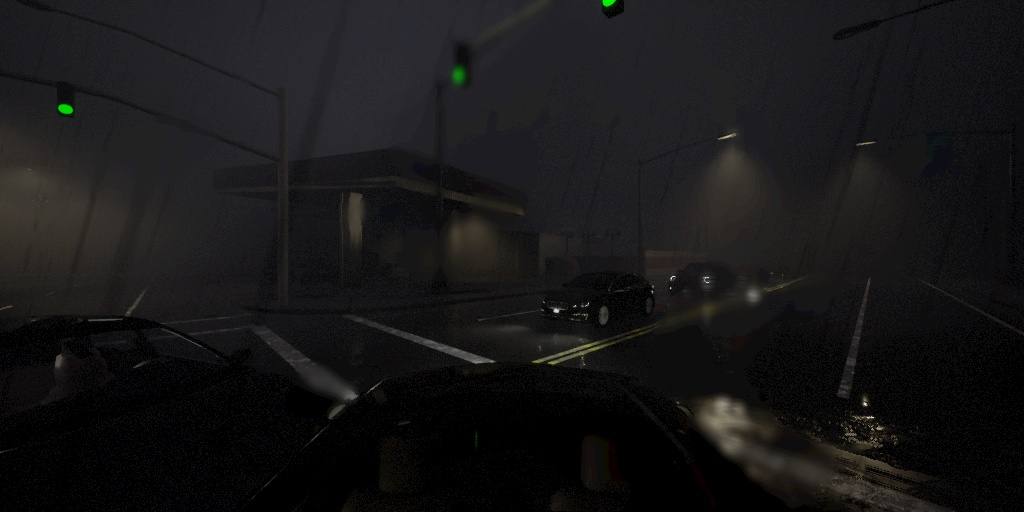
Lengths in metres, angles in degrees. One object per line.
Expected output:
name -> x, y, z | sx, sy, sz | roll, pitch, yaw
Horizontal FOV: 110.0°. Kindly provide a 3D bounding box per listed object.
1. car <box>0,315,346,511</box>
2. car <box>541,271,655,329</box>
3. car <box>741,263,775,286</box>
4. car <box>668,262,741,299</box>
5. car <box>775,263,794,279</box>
car -> -3.410, 1.242, 2.566 | 4.902, 1.511, 2.128 | 0, 0, 15
car -> 2.930, 1.255, 11.557 | 1.837, 1.490, 4.892 | 0, 0, 45
car -> 16.753, 1.314, 25.256 | 1.994, 1.385, 4.181 | 0, 0, 44
car -> 9.797, 1.102, 18.374 | 4.553, 1.767, 2.097 | 0, 0, -45
car -> 23.916, 1.314, 32.280 | 4.181, 1.385, 1.994 | 0, 0, -44
